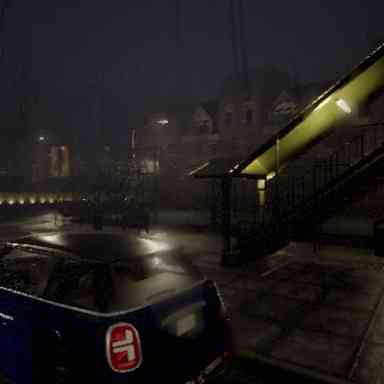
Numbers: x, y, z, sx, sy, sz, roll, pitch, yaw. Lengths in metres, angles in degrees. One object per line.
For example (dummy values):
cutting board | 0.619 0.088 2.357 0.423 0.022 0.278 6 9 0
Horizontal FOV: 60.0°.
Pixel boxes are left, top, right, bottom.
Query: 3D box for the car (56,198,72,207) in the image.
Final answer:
car | -18.423 1.613 51.416 1.895 1.301 4.718 0 0 35

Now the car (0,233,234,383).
car | -1.797 1.356 4.585 4.553 1.767 2.185 0 0 35
